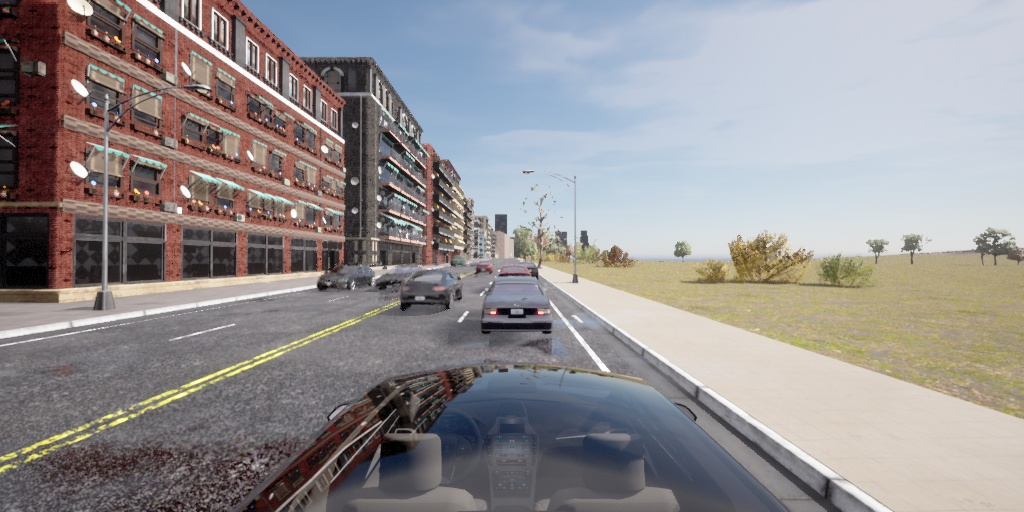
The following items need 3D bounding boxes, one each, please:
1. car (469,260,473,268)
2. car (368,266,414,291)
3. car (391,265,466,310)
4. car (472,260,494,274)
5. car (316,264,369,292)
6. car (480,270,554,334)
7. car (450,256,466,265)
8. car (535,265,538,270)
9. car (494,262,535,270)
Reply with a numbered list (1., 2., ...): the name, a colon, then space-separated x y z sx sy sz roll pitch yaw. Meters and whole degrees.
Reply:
1. car: -6.396 1.346 63.539 1.895 1.301 4.718 0 0 1
2. car: -6.548 1.298 21.911 2.033 1.411 5.357 0 0 0
3. car: -3.120 1.276 14.487 1.812 1.442 4.674 0 0 0
4. car: -3.048 1.275 40.700 1.812 1.442 4.674 0 0 0
5. car: -9.800 1.256 21.608 1.837 1.490 4.892 0 0 0
6. car: 0.122 1.298 10.577 2.033 1.411 5.357 0 0 0
7. car: -9.635 0.964 64.149 2.150 2.045 5.566 0 0 1
8. car: 1.212 1.229 30.554 1.882 1.535 5.008 0 0 0
9. car: 0.152 1.229 21.117 1.882 1.535 5.008 0 0 0
